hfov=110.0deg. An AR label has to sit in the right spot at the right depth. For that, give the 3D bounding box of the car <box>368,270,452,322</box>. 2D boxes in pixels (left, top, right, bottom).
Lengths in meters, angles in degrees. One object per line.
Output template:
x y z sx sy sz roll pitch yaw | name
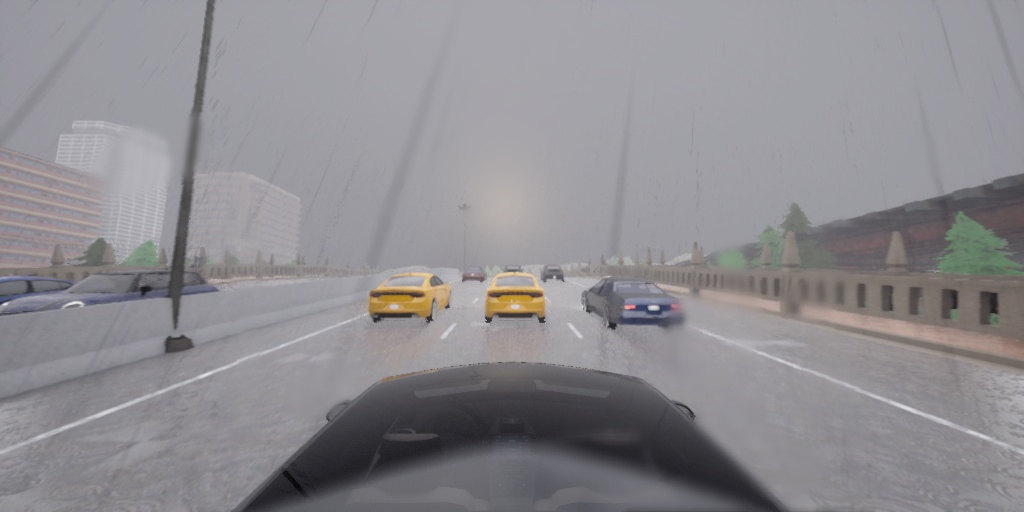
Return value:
-3.401 1.331 12.817 1.882 1.535 5.008 0 0 0 | car

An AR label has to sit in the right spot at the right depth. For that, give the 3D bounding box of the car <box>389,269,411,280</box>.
-17.505 2.894 56.188 1.837 1.490 4.892 0 -6 0 | car

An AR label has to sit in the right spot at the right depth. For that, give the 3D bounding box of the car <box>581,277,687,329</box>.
3.599 1.389 11.620 2.033 1.411 5.357 0 -1 0 | car

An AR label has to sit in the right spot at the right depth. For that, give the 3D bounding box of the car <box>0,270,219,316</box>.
-10.600 1.179 9.859 2.097 1.767 4.553 0 -1 0 | car

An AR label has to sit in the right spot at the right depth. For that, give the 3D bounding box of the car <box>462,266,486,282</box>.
-3.403 1.606 33.056 1.994 1.385 4.181 0 -1 0 | car

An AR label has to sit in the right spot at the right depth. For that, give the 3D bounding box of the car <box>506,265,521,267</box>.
0.097 1.543 32.697 1.837 1.490 4.892 0 0 0 | car

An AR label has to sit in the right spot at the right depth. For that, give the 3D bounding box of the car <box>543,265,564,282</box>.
3.597 1.542 32.671 1.837 1.490 4.892 0 0 0 | car

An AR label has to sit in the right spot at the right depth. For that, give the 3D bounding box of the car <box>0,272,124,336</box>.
-14.100 1.303 9.662 1.882 1.535 5.008 0 0 0 | car

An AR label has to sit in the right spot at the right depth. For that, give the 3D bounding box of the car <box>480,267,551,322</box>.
0.099 1.330 12.827 1.882 1.535 5.008 0 0 0 | car
